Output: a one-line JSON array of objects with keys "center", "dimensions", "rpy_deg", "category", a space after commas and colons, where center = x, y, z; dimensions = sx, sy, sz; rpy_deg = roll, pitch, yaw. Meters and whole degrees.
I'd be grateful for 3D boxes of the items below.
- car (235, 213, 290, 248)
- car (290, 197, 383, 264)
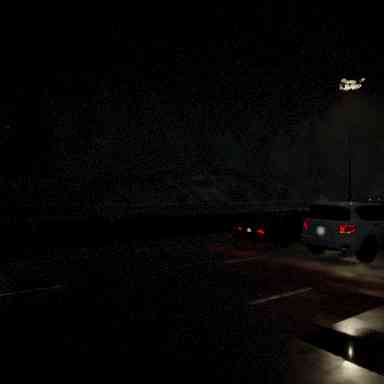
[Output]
[{"center": [4.498, 1.706, 15.595], "dimensions": [5.357, 1.411, 2.033], "rpy_deg": [1, -1, -35], "category": "car"}, {"center": [6.554, 1.374, 12.762], "dimensions": [5.566, 2.045, 2.150], "rpy_deg": [0, 0, -35], "category": "car"}]
